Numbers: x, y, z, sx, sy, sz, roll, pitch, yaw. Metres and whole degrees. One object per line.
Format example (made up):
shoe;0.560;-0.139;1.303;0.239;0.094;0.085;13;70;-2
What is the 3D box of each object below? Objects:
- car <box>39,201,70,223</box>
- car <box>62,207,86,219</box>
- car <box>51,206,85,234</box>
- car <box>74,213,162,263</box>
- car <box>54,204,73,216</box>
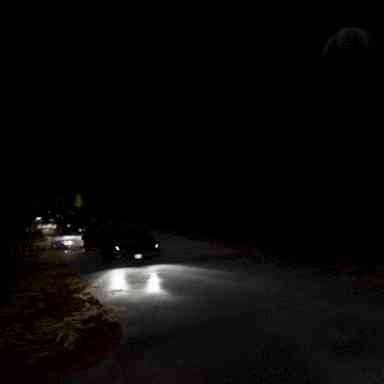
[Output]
car;-12.954;1.845;31.749;2.150;2.045;5.566;2;-3;-28
car;-15.305;2.647;42.962;2.033;1.411;5.357;2;-3;-28
car;-7.972;1.937;22.424;2.033;1.411;5.357;2;-1;-28
car;-3.056;1.791;13.318;2.033;1.411;5.357;2;-2;-29
car;-19.845;2.729;51.328;2.097;1.767;4.553;2;-2;-28
